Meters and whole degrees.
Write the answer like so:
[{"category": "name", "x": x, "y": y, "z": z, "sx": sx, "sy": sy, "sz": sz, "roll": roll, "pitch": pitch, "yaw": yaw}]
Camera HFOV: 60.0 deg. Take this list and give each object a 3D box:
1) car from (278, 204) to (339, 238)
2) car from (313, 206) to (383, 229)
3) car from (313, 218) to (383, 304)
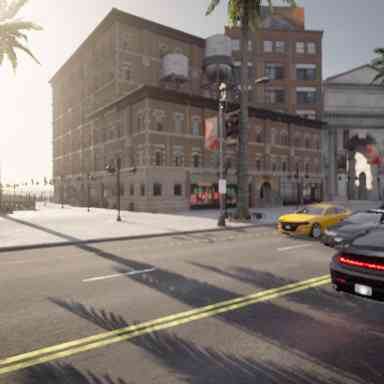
[{"category": "car", "x": 6.574, "y": 1.388, "z": 17.140, "sx": 5.008, "sy": 1.535, "sz": 1.882, "roll": 0, "pitch": 0, "yaw": -35}, {"category": "car", "x": 7.168, "y": 1.446, "z": 13.294, "sx": 4.674, "sy": 1.442, "sz": 1.812, "roll": 0, "pitch": 0, "yaw": -35}, {"category": "car", "x": 4.982, "y": 1.457, "z": 7.264, "sx": 4.892, "sy": 1.490, "sz": 1.837, "roll": 0, "pitch": 0, "yaw": -36}]
